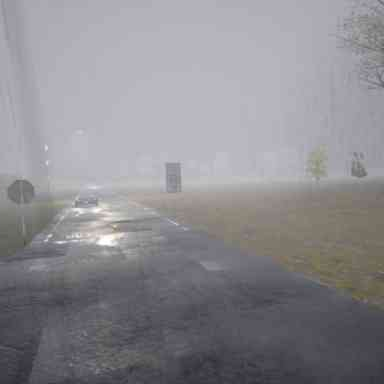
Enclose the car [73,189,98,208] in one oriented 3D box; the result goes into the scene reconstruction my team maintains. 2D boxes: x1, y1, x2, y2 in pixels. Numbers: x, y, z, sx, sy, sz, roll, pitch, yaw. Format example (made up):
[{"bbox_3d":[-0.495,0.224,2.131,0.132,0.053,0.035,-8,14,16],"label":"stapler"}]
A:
[{"bbox_3d":[-9.426,0.515,29.655,1.812,1.442,4.674,-3,3,-17],"label":"car"}]
